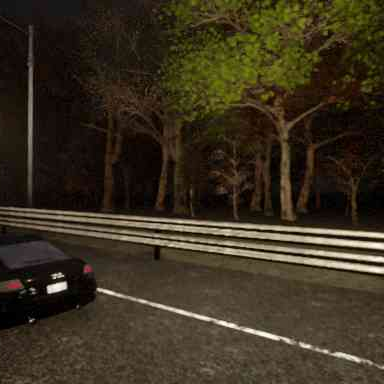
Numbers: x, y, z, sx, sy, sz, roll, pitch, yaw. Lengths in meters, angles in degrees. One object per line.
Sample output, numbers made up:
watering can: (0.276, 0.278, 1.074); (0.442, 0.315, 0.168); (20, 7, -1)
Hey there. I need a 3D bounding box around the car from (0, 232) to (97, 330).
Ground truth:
car: (-3.831, 1.511, 6.584); (4.181, 1.385, 1.994); (1, 0, 35)
